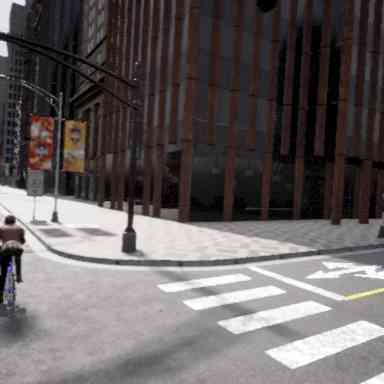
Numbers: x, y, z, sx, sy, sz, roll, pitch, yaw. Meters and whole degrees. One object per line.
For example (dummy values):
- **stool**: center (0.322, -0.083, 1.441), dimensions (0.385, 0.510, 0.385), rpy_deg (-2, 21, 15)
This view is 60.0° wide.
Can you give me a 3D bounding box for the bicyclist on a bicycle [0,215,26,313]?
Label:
- **bicyclist on a bicycle**: center (-3.334, 1.255, 6.098), dimensions (0.582, 1.620, 1.656), rpy_deg (1, -1, -33)
